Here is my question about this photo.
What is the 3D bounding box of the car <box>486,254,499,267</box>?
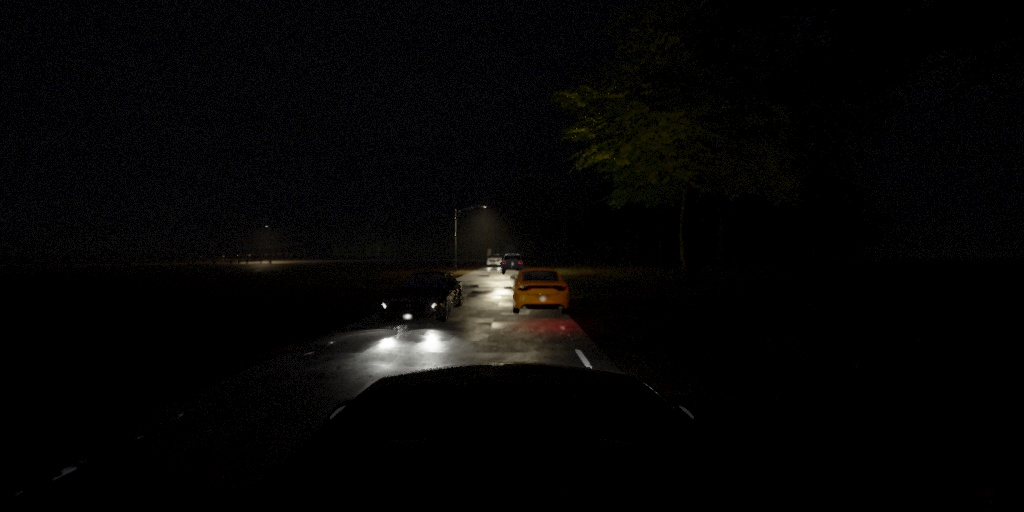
[{"bbox_3d":[-2.771,0.681,56.630,2.150,2.045,5.566,0,0,0],"label":"car"}]

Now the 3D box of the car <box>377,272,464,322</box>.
[{"bbox_3d":[-2.843,1.261,12.423,2.033,1.411,5.357,0,0,0],"label":"car"}]

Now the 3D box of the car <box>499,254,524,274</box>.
[{"bbox_3d":[0.070,0.816,37.490,2.150,2.045,5.566,0,0,0],"label":"car"}]

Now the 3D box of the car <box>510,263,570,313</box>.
[{"bbox_3d":[0.971,1.186,13.702,1.882,1.535,5.008,0,0,0],"label":"car"}]
